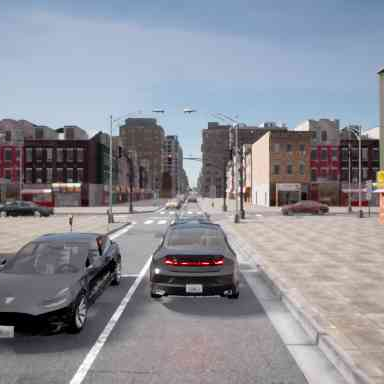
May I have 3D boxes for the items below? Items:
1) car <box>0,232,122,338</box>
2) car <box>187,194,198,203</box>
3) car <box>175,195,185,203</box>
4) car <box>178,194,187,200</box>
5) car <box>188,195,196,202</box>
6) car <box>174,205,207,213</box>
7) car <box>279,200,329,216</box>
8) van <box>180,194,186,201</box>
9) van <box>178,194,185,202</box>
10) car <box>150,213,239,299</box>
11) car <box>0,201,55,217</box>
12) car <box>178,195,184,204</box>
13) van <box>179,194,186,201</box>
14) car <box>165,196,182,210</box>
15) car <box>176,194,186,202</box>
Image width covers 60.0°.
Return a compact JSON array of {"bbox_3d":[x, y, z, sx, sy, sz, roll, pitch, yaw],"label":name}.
[{"bbox_3d":[-2.628,1.567,6.791,1.947,1.339,4.313,0,0,0],"label":"car"},{"bbox_3d":[0.069,1.687,74.667,1.994,1.385,4.181,0,0,0],"label":"car"},{"bbox_3d":[-2.571,1.566,72.587,1.967,1.590,4.097,0,0,0],"label":"car"},{"bbox_3d":[-2.576,1.547,66.982,1.967,1.590,4.097,0,0,0],"label":"car"},{"bbox_3d":[0.072,1.647,84.367,1.882,1.535,5.008,0,0,0],"label":"car"},{"bbox_3d":[0.043,1.608,17.681,1.895,1.301,4.718,0,0,1],"label":"car"},{"bbox_3d":[10.866,1.535,32.364,4.674,1.442,1.812,0,0,0],"label":"car"},{"bbox_3d":[-2.551,1.551,95.010,1.690,1.788,3.998,0,0,0],"label":"van"},{"bbox_3d":[-2.561,1.508,83.799,1.690,1.788,3.998,0,0,0],"label":"van"},{"bbox_3d":[0.078,1.507,8.470,1.837,1.490,4.892,0,0,1],"label":"car"},{"bbox_3d":[-14.739,1.539,29.474,4.892,1.490,1.837,0,0,0],"label":"car"},{"bbox_3d":[-2.591,1.604,50.165,1.887,1.381,4.507,0,0,0],"label":"car"},{"bbox_3d":[-2.556,1.529,89.404,1.690,1.788,3.998,0,0,0],"label":"van"},{"bbox_3d":[-2.596,1.571,44.391,1.752,1.417,4.829,0,0,0],"label":"car"},{"bbox_3d":[-2.566,1.461,78.193,2.192,1.841,5.009,0,0,0],"label":"car"}]
